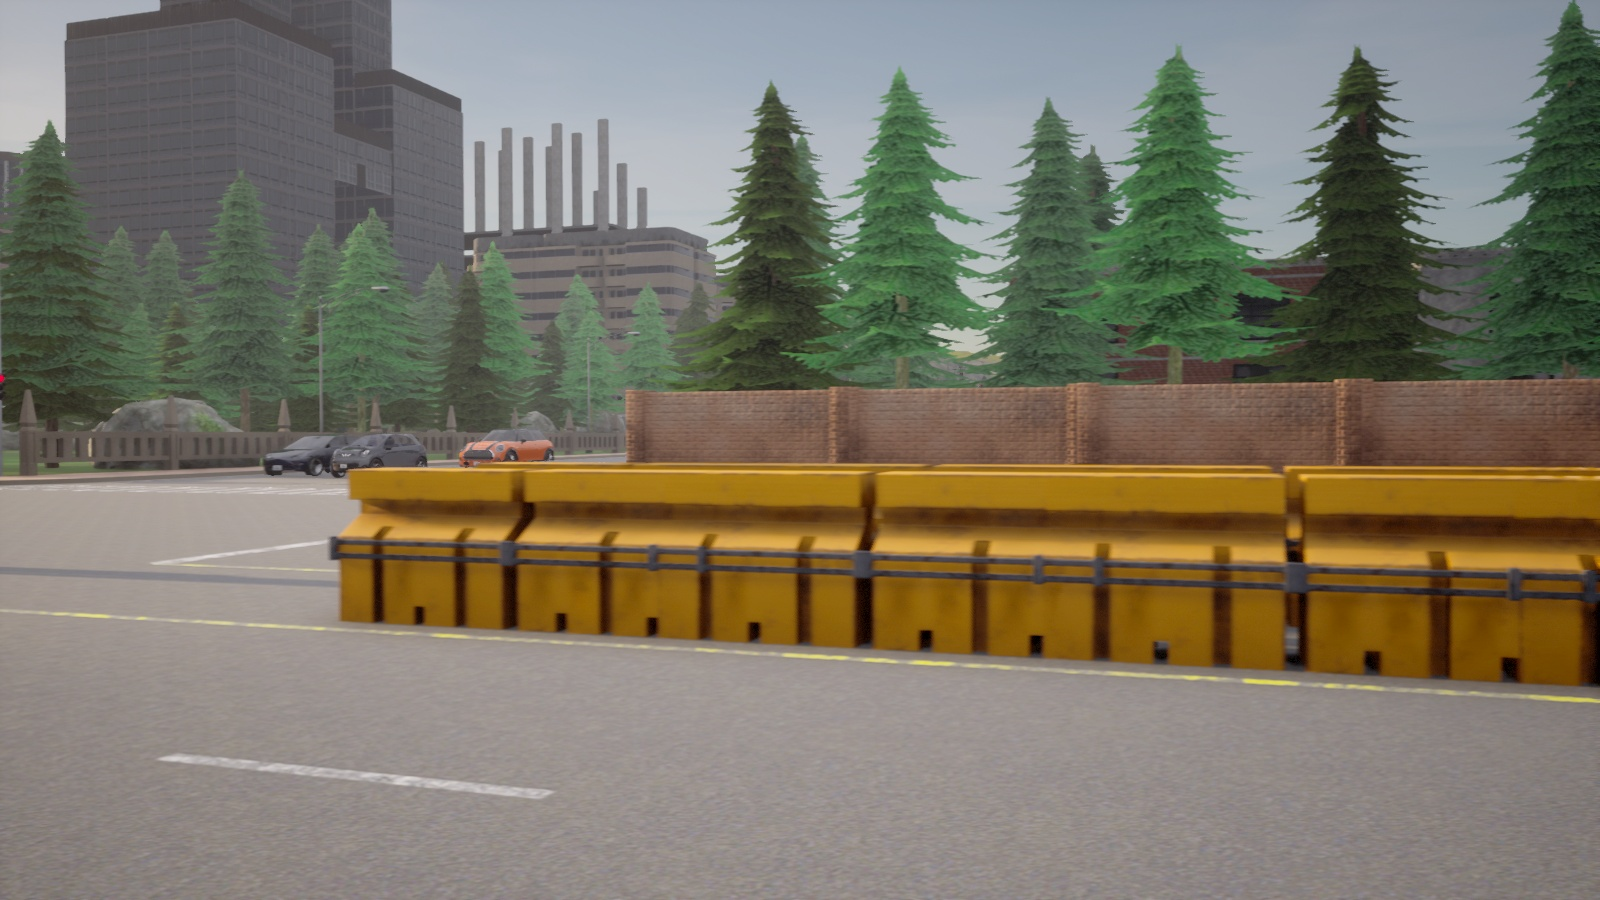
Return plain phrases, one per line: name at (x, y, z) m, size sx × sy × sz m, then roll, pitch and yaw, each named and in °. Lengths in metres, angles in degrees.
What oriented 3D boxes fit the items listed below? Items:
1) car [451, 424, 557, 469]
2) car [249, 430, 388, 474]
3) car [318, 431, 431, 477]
car at (-11.946, -0.177, 51.004) m, size 2.097 × 1.767 × 4.553 m, roll 1°, pitch 1°, yaw 18°
car at (-17.399, 0.029, 45.676) m, size 2.163 × 1.488 × 4.792 m, roll 1°, pitch 1°, yaw 18°
car at (-14.552, 0.095, 43.141) m, size 1.845 × 1.501 × 3.633 m, roll 1°, pitch 1°, yaw 18°
